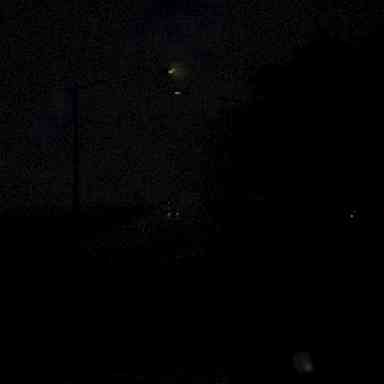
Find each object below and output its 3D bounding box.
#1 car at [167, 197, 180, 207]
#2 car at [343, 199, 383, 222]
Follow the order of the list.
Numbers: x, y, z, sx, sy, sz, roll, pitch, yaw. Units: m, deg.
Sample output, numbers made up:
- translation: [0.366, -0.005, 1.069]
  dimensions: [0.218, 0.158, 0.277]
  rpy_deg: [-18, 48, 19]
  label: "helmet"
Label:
- translation: [-3.051, 1.686, 56.696]
  dimensions: [1.837, 1.490, 4.892]
  rpy_deg: [0, 0, 0]
  label: "car"
- translation: [12.121, 1.100, 20.644]
  dimensions: [4.718, 1.301, 1.895]
  rpy_deg: [-3, 0, 1]
  label: "car"
